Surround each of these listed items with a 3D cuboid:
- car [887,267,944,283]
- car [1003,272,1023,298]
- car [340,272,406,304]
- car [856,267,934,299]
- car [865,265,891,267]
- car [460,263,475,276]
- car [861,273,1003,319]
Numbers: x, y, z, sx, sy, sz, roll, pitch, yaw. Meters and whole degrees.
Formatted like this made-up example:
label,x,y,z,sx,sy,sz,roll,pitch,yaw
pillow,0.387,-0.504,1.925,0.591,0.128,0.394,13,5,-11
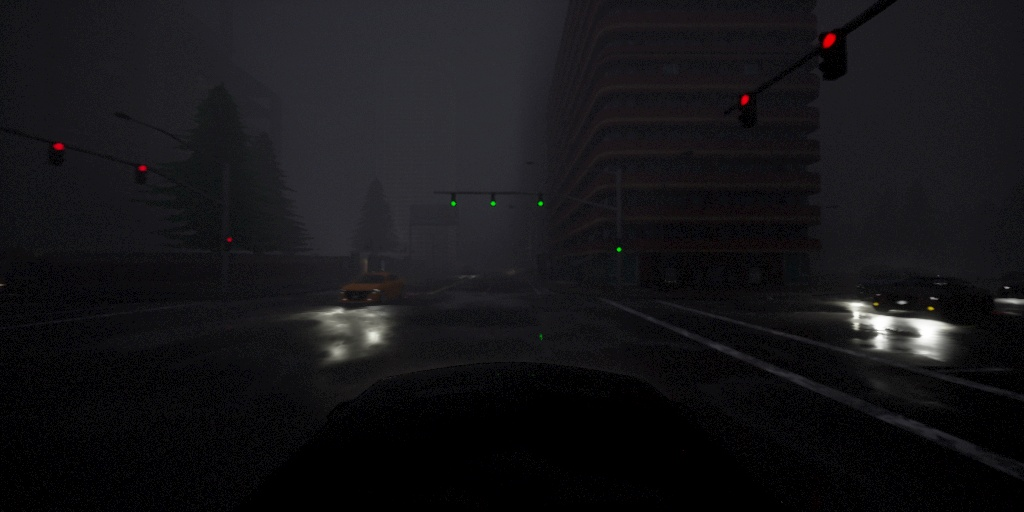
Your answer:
label,x,y,z,sx,sy,sz,roll,pitch,yaw
car,41.015,1.871,36.623,1.837,1.490,4.892,0,-1,21
car,28.578,1.584,19.979,5.357,1.411,2.033,1,-1,-38
car,-6.995,1.598,18.516,1.882,1.535,5.008,0,-1,0
car,20.279,1.499,18.967,5.008,1.535,1.882,0,-1,-28
car,36.634,1.681,35.618,2.097,1.767,4.553,-1,-1,26
car,-6.991,2.331,56.745,1.882,1.535,5.008,0,0,0
car,15.757,1.483,13.477,4.181,1.385,1.994,0,-1,-20
